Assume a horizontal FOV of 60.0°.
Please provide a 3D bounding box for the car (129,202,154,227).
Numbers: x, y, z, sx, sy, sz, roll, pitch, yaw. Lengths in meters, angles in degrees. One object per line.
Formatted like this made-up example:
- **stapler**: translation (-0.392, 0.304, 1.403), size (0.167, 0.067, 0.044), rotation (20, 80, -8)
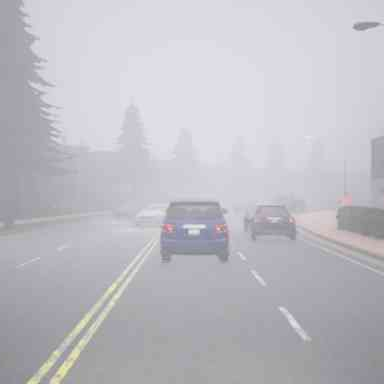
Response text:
- **car**: translation (-2.481, 1.544, 23.192), size (1.812, 1.442, 4.674), rotation (0, 0, 12)

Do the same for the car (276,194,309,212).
- **car**: translation (10.917, 1.251, 37.018), size (2.150, 2.045, 5.566), rotation (0, 0, 34)

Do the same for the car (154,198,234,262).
- **car**: translation (0.146, 1.233, 12.251), size (2.150, 2.045, 5.566), rotation (0, 0, 2)

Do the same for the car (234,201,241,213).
- **car**: translation (6.151, 1.576, 36.143), size (2.033, 1.411, 5.357), rotation (0, 0, 31)

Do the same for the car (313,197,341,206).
- **car**: translation (23.652, 1.552, 56.808), size (4.892, 1.490, 1.837), rotation (1, -1, -25)

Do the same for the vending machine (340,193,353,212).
- **vending machine**: translation (18.336, 1.227, 39.498), size (1.100, 2.100, 0.880), rotation (0, 0, 45)

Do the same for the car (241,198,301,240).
- **car**: translation (3.920, 1.366, 17.349), size (2.097, 1.767, 4.553), rotation (0, 0, 4)

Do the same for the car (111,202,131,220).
- **car**: translation (-4.849, 1.570, 28.623), size (2.033, 1.411, 5.357), rotation (0, 0, 16)

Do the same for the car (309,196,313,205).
- **car**: translation (20.632, 1.525, 59.230), size (5.008, 1.535, 1.882), rotation (0, 0, -27)
